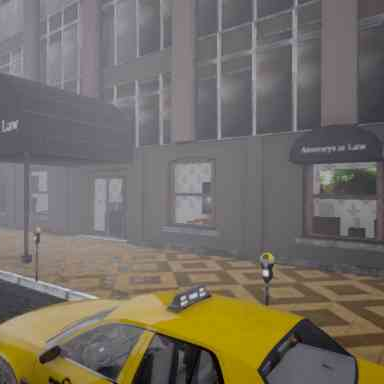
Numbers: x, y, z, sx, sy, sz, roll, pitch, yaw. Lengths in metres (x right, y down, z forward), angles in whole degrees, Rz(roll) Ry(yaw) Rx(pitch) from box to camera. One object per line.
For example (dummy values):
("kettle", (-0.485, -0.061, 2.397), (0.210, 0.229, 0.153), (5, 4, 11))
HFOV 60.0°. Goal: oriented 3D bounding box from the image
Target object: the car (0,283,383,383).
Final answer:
("car", (-0.228, 1.525, 3.033), (4.829, 1.417, 1.752), (0, 0, 36))
